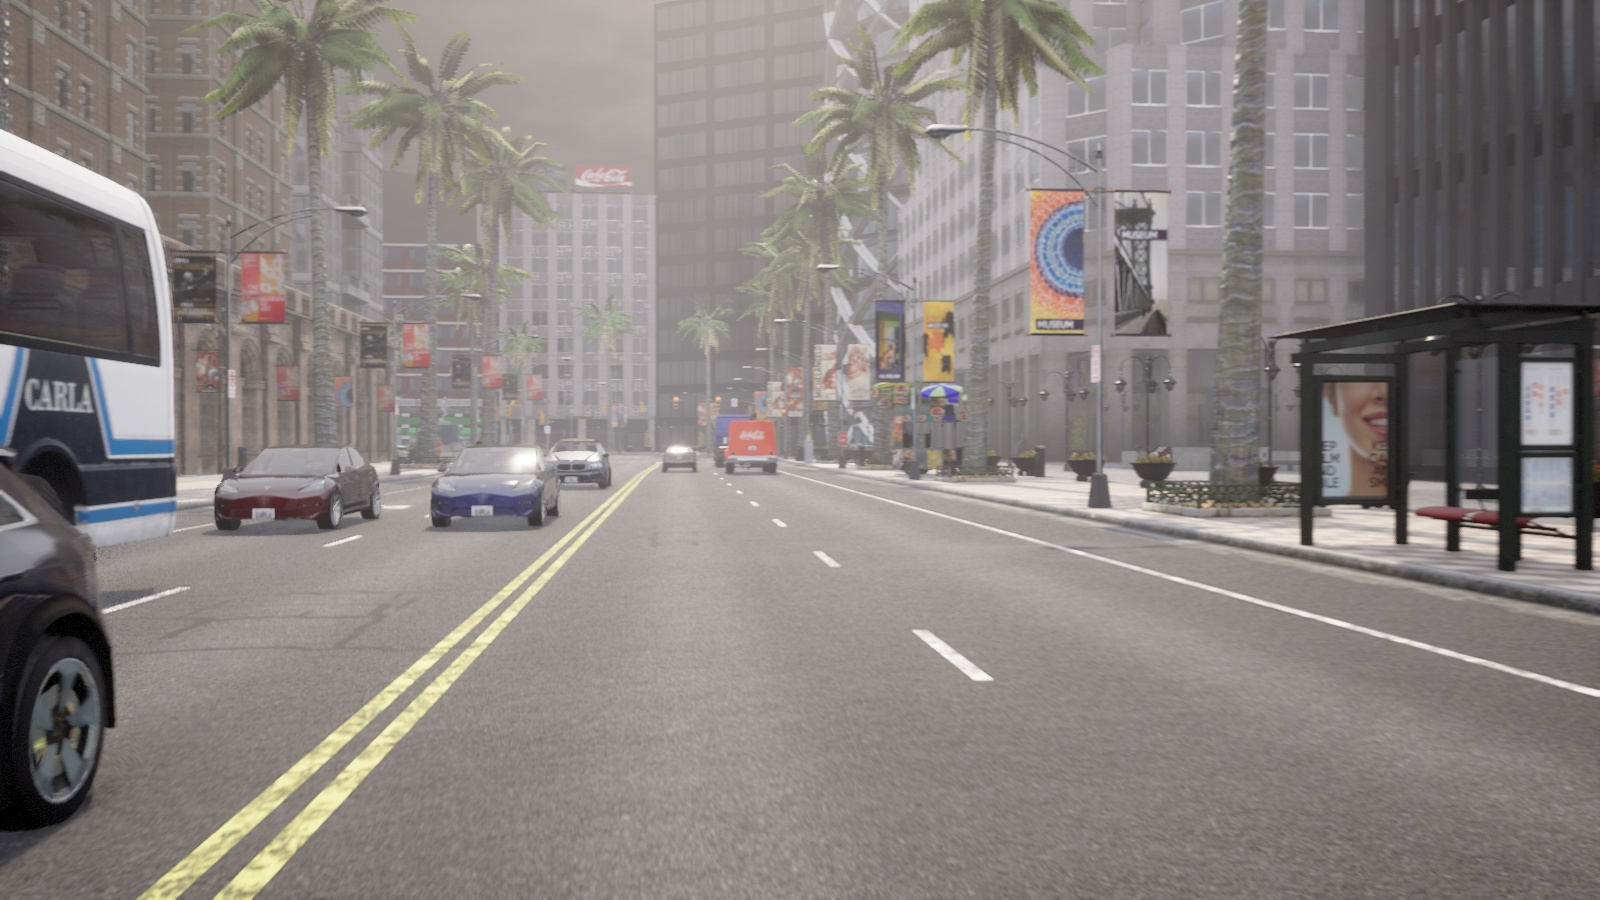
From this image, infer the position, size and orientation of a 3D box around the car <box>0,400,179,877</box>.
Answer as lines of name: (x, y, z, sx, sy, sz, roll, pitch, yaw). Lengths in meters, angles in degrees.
car: (-3.700, 0.659, 3.348, 2.033, 1.649, 4.856, 0, 0, -5)

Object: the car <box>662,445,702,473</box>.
car: (-6.199, 0.422, 66.334, 2.033, 1.411, 5.357, 0, 0, -5)

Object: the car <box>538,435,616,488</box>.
car: (-7.460, 0.354, 42.440, 2.242, 1.667, 4.611, 0, 0, -6)

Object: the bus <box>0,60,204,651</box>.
bus: (-7.600, -0.670, 7.616, 3.944, 4.253, 10.273, 0, 0, -6)

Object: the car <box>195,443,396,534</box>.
car: (-9.106, 0.619, 23.157, 2.163, 1.488, 4.792, 0, 0, -6)

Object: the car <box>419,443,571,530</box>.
car: (-5.664, 0.613, 23.923, 2.163, 1.488, 4.792, 0, 0, -6)

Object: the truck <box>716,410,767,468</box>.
truck: (-3.797, -0.682, 79.484, 2.891, 3.462, 7.936, 0, 0, -5)

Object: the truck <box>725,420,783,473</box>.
truck: (-2.370, -0.128, 62.656, 2.627, 2.467, 5.204, 0, -2, -5)
